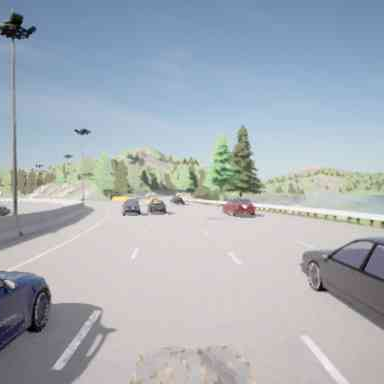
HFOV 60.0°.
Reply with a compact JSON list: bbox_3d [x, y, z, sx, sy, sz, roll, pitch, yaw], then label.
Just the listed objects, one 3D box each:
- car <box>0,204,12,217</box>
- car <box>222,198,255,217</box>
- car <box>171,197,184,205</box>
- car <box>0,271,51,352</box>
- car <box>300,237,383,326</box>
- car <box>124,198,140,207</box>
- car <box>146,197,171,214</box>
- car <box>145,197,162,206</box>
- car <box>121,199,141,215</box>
[{"bbox_3d":[-16.463,1.806,27.433,2.128,1.511,4.902,-1,0,-10],"label":"car"},{"bbox_3d":[4.347,1.365,31.832,2.097,1.767,4.553,-1,0,-11],"label":"car"},{"bbox_3d":[-2.796,1.698,62.294,1.837,1.490,4.892,-1,0,-15],"label":"car"},{"bbox_3d":[-3.334,1.585,3.943,1.812,1.442,4.674,0,0,-2],"label":"car"},{"bbox_3d":[3.708,1.506,5.855,2.033,1.411,5.357,-1,0,-3],"label":"car"},{"bbox_3d":[-10.987,1.877,60.928,1.994,1.385,4.181,-1,0,-22],"label":"car"},{"bbox_3d":[-4.097,1.646,38.089,2.128,1.511,4.902,-1,0,-13],"label":"car"},{"bbox_3d":[-7.086,1.731,60.689,1.882,1.535,5.008,0,0,-21],"label":"car"},{"bbox_3d":[-6.841,1.740,36.972,2.033,1.411,5.357,-1,0,-16],"label":"car"}]
